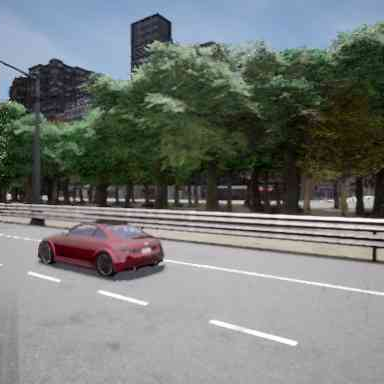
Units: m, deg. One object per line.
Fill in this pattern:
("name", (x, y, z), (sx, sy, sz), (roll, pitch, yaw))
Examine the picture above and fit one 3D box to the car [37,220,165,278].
("car", (-2.872, 1.568, 10.220), (4.181, 1.385, 1.994), (0, 0, 36))
